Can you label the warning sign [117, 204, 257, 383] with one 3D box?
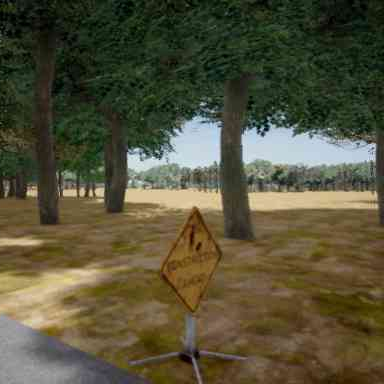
[{"bbox_3d":[-0.012,1.099,3.947,1.060,1.860,1.300,1,0,35],"label":"warning sign"}]
